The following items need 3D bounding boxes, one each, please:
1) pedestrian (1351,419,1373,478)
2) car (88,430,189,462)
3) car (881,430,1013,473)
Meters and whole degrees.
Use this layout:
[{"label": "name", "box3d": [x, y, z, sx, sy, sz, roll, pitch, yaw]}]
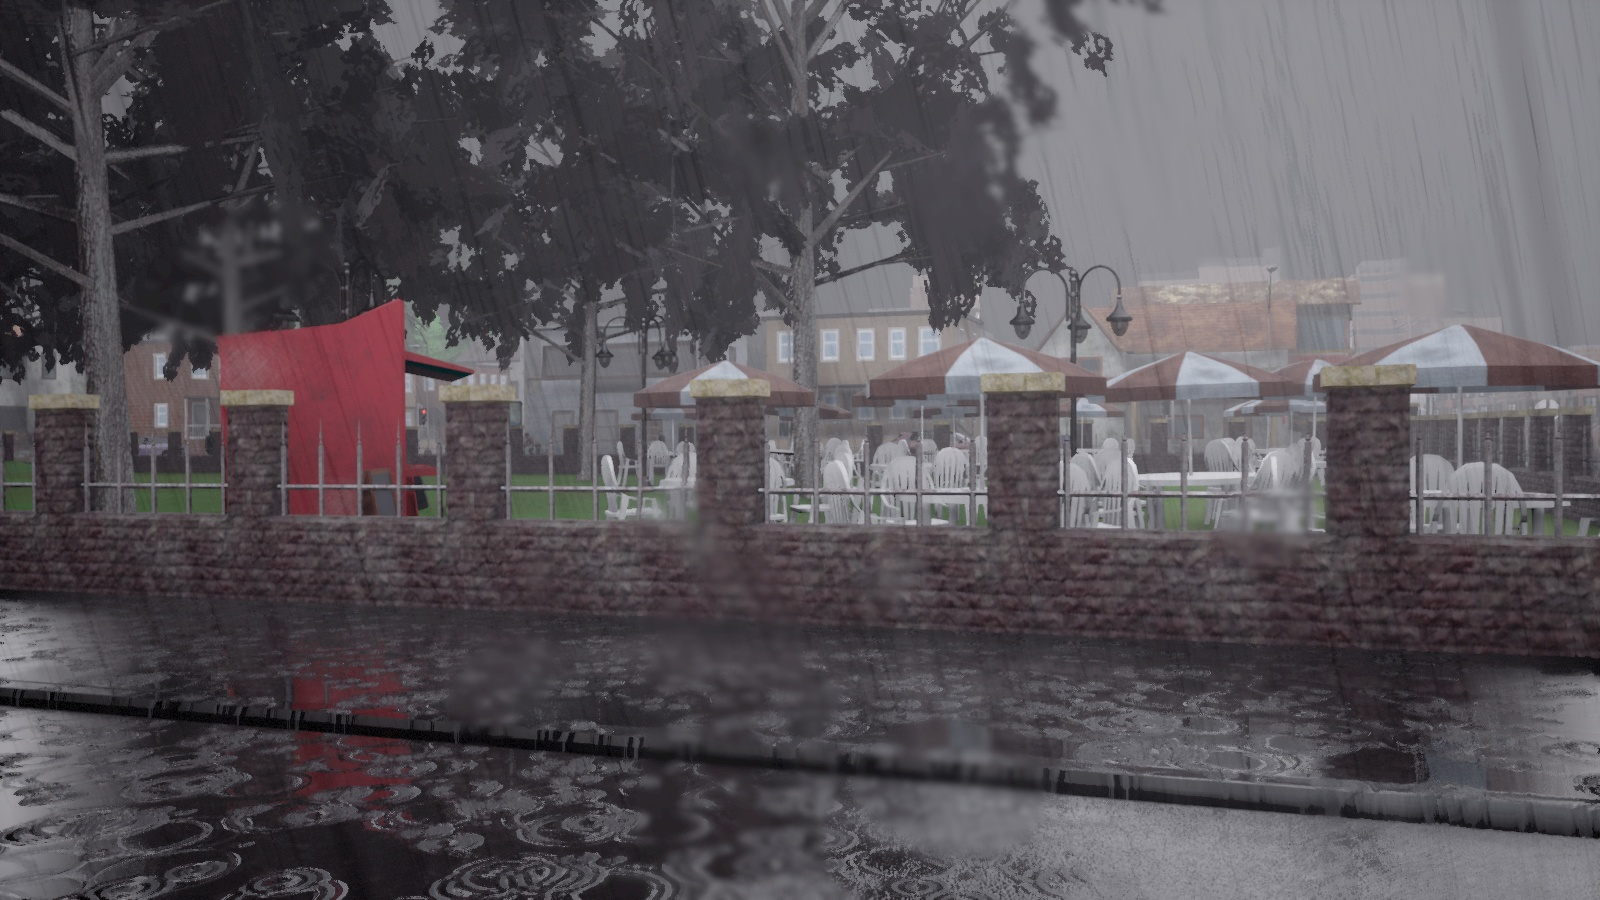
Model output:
[{"label": "pedestrian", "box3d": [17.716, -0.046, 39.575, 0.614, 1.847, 0.353, 0, 1, 21]}, {"label": "car", "box3d": [-36.469, -0.242, 69.242, 4.856, 1.649, 2.033, -1, 2, -29]}, {"label": "car", "box3d": [5.806, 0.033, 49.505, 4.856, 1.649, 2.033, 0, 1, 19]}]
